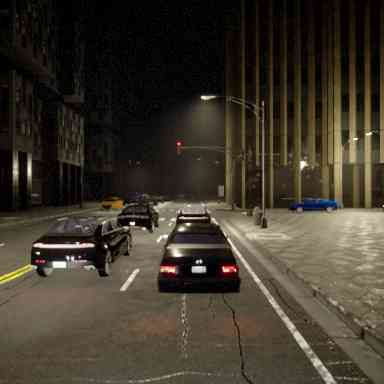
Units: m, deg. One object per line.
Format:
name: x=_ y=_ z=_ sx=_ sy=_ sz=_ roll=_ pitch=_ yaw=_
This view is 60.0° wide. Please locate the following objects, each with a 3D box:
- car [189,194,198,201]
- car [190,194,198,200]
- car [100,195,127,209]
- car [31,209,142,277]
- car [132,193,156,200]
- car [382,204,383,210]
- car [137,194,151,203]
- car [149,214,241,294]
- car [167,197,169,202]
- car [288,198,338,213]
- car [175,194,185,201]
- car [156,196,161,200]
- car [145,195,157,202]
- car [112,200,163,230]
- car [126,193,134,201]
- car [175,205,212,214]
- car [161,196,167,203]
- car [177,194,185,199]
car: x=0.400 y=1.348 z=77.111 sx=1.837 sy=1.490 sz=4.892 roll=0 pitch=0 yaw=0
car: x=0.454 y=1.182 z=87.533 sx=2.128 sy=1.511 sz=4.902 roll=0 pitch=0 yaw=0
car: x=-9.644 y=1.444 z=40.146 sx=1.882 sy=1.535 sz=5.008 roll=0 pitch=0 yaw=0
car: x=-3.099 y=1.494 z=10.242 sx=2.128 sy=1.511 sz=4.902 roll=0 pitch=0 yaw=0
car: x=-5.722 y=1.318 z=39.924 sx=2.097 sy=1.767 sz=4.553 roll=0 pitch=0 yaw=-8
car: x=22.720 y=1.367 z=35.030 sx=4.902 sy=1.511 sz=2.128 roll=0 pitch=0 yaw=0
car: x=-9.448 y=1.244 z=65.590 sx=2.097 sy=1.767 sz=4.553 roll=0 pitch=0 yaw=1
car: x=0.145 y=1.551 z=8.967 sx=2.033 sy=1.411 sz=5.357 roll=0 pitch=0 yaw=0
car: x=-6.131 y=1.469 z=71.509 sx=1.895 sy=1.301 sz=4.718 roll=0 pitch=0 yaw=0
car: x=12.715 y=1.395 z=35.062 sx=5.008 sy=1.535 sz=1.882 roll=0 pitch=0 yaw=1
car: x=-2.850 y=1.373 z=77.128 sx=2.128 sy=1.511 sz=4.902 roll=0 pitch=0 yaw=0
car: x=-6.336 y=1.502 z=50.913 sx=1.994 sy=1.385 sz=4.181 roll=0 pitch=0 yaw=0
car: x=-9.356 y=1.400 z=76.141 sx=2.033 sy=1.411 sz=5.357 roll=0 pitch=0 yaw=0
car: x=-3.052 y=1.475 z=19.617 sx=1.882 sy=1.535 sz=5.008 roll=0 pitch=0 yaw=0
car: x=-9.568 y=1.153 z=53.085 sx=2.150 sy=2.045 sz=5.566 roll=0 pitch=0 yaw=0
car: x=0.095 y=1.489 z=18.711 sx=2.128 sy=1.511 sz=4.902 roll=0 pitch=0 yaw=0
car: x=-6.253 y=1.507 z=61.332 sx=1.895 sy=1.301 sz=4.718 roll=0 pitch=0 yaw=1
car: x=-2.796 y=1.252 z=87.580 sx=1.895 sy=1.301 sz=4.718 roll=0 pitch=0 yaw=0
